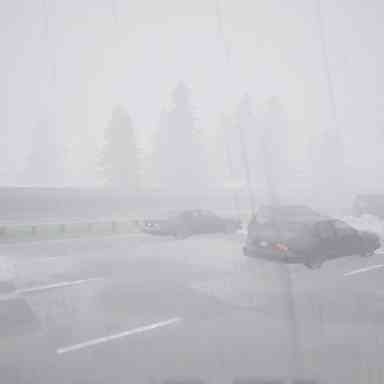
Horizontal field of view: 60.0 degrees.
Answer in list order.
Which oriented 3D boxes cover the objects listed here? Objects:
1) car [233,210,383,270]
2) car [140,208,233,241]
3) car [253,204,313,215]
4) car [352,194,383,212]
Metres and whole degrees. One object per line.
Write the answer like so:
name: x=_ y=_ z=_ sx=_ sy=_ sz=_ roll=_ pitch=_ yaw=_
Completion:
car: x=4.096 y=1.530 z=10.971 sx=5.357 sy=1.411 sz=2.033 roll=0 pitch=0 yaw=-36
car: x=0.092 y=1.530 z=16.714 sx=5.357 sy=1.411 sz=2.033 roll=0 pitch=0 yaw=-36
car: x=4.793 y=1.329 z=15.768 sx=4.553 sy=1.767 sz=2.097 roll=0 pitch=0 yaw=-36
car: x=15.621 y=1.170 z=27.797 sx=5.566 sy=2.045 sz=2.150 roll=0 pitch=0 yaw=-36
